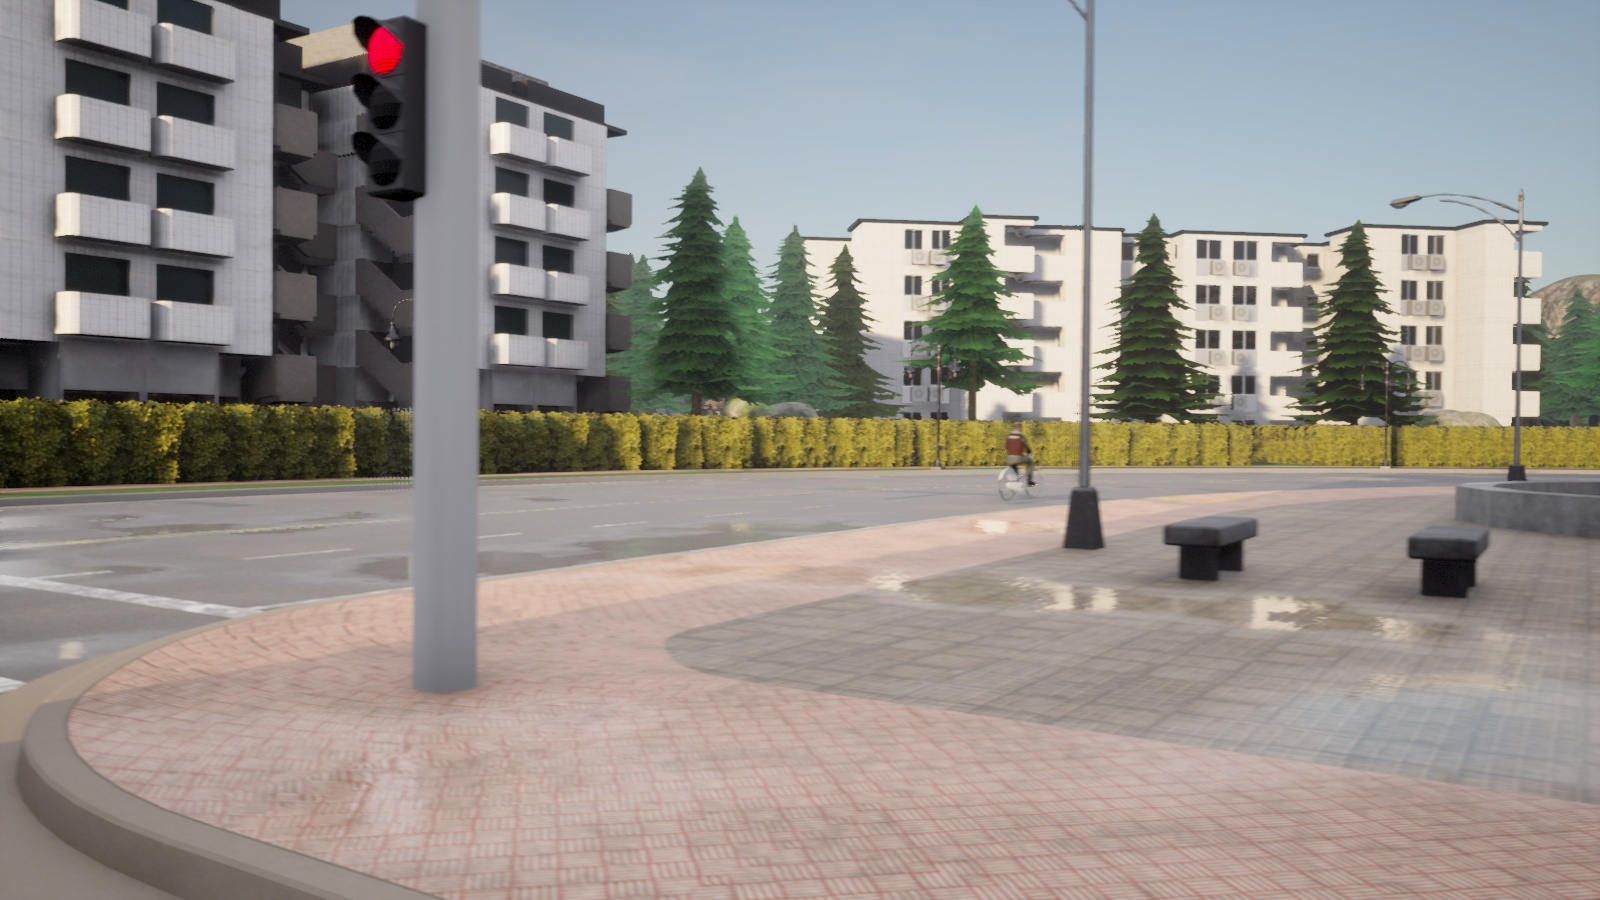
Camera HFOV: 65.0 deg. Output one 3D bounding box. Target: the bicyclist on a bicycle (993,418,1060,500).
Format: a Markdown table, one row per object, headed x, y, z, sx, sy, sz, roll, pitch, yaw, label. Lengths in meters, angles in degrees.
| x | y | z | sx | sy | sz | roll | pitch | yaw | label |
| --- | --- | --- | --- | --- | --- | --- | --- | --- | --- |
| 5.100 | 0.171 | 28.197 | 0.659 | 1.776 | 1.843 | 1 | 2 | 40 | bicyclist on a bicycle |
